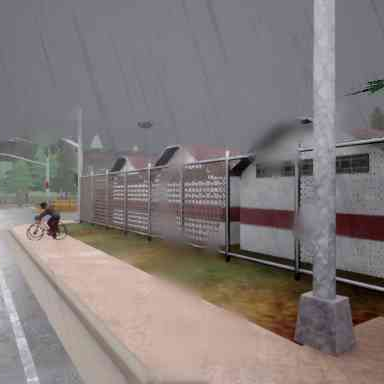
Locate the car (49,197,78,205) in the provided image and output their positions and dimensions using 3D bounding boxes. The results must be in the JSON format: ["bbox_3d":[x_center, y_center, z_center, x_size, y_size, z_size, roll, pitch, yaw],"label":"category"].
[{"bbox_3d":[-19.428,1.505,50.150,4.892,1.490,1.837,0,0,-35],"label":"car"}]

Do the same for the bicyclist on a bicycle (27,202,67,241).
[{"bbox_3d":[-6.268,1.301,14.392,1.656,1.620,0.582,0,0,-14],"label":"bicyclist on a bicycle"}]

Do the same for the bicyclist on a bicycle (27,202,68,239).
[{"bbox_3d":[-6.782,1.301,15.612,1.656,1.620,0.582,0,0,-39],"label":"bicyclist on a bicycle"}]
